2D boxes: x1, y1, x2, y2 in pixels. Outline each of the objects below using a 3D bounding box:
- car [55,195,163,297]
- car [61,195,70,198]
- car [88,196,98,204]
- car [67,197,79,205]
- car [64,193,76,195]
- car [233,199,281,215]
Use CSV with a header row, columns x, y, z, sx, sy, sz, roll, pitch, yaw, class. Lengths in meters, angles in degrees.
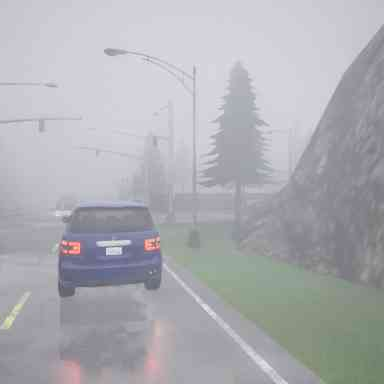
x,y,z,sx,sy,sz,roll,pitch,yaw,class
-2.248,1.221,8.924,2.150,2.045,5.566,0,0,-16,car
-16.394,1.492,42.874,2.128,1.511,4.902,0,0,-17,car
-19.240,1.526,64.582,1.812,1.442,4.674,0,0,-17,car
-22.183,1.564,62.101,1.994,1.385,4.181,0,0,-17,car
-19.292,1.221,52.417,2.150,2.045,5.566,0,0,-17,car
6.511,1.505,33.284,4.892,1.490,1.837,0,0,-18,car
